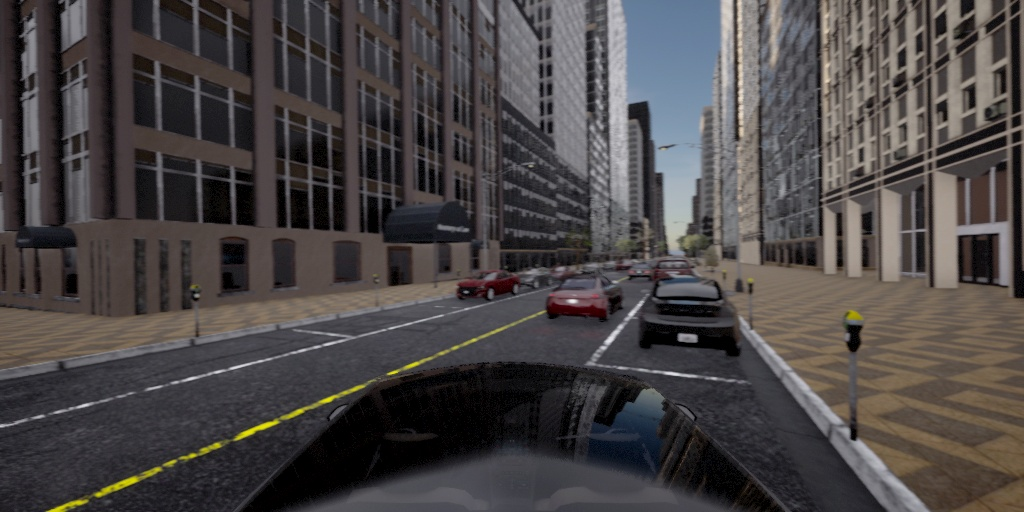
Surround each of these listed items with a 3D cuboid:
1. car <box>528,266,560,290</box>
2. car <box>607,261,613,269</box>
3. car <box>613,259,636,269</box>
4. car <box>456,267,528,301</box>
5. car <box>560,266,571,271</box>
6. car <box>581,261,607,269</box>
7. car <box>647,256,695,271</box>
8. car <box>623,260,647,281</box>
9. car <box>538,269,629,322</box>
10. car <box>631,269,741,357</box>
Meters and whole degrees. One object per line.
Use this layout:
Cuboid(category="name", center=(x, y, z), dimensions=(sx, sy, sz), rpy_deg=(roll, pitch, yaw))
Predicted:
Cuboid(category="car", center=(1.329, 1.385, 23.299), dimensions=(2.007, 1.370, 4.403), rpy_deg=(0, 0, 25))
Cuboid(category="car", center=(13.429, 1.353, 49.012), dimensions=(2.007, 1.370, 4.403), rpy_deg=(0, 0, 25))
Cuboid(category="car", center=(14.124, 1.250, 44.245), dimensions=(1.882, 1.535, 5.008), rpy_deg=(-1, -1, 26))
Cuboid(category="car", center=(-1.091, 1.385, 18.156), dimensions=(1.888, 1.381, 4.507), rpy_deg=(0, 0, 25))
Cuboid(category="car", center=(3.749, 1.410, 28.442), dimensions=(1.802, 1.307, 4.207), rpy_deg=(0, 0, 25))
Cuboid(category="car", center=(8.589, 1.366, 38.727), dimensions=(2.007, 1.370, 4.403), rpy_deg=(0, 0, 25))
Cuboid(category="car", center=(8.912, 1.038, 19.731), dimensions=(2.192, 1.841, 5.009), rpy_deg=(0, 0, 25))
Cuboid(category="car", center=(10.980, 1.294, 30.232), dimensions=(2.033, 1.411, 5.357), rpy_deg=(-1, 0, 25))
Cuboid(category="car", center=(2.678, 1.331, 12.584), dimensions=(1.994, 1.385, 4.181), rpy_deg=(-1, 0, 25))
Cuboid(category="car", center=(4.197, 1.234, 8.663), dimensions=(1.837, 1.490, 4.892), rpy_deg=(-1, 0, 25))
